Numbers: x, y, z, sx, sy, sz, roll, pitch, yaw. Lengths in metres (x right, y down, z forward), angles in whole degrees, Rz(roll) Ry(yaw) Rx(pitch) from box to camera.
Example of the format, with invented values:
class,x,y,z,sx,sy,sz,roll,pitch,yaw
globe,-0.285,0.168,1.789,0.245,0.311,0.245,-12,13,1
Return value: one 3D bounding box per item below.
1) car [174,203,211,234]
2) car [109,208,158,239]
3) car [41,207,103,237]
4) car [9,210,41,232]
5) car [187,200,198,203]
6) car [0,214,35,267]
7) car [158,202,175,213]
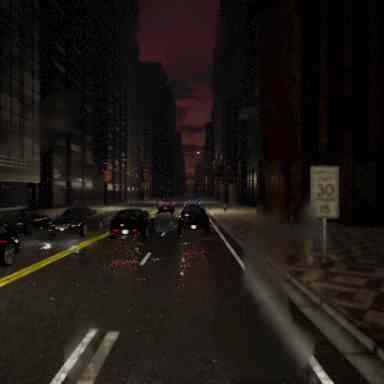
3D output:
class,x,y,z,sx,sy,sz,roll,pitch,yaw
car,0.090,1.679,20.584,1.837,1.490,4.892,0,0,0
car,-3.159,1.659,18.166,1.837,1.490,4.892,0,0,0
car,-6.586,1.668,19.309,1.837,1.490,4.892,0,0,0
car,-9.841,1.728,19.483,1.994,1.385,4.181,0,0,0
car,0.080,1.852,44.279,1.882,1.535,5.008,0,-1,0
car,-6.590,1.569,9.065,2.128,1.511,4.902,0,-1,0
car,-3.180,1.915,41.622,1.994,1.385,4.181,0,0,0
